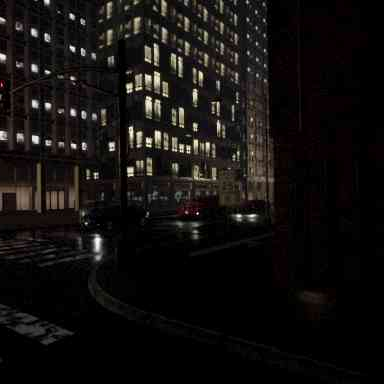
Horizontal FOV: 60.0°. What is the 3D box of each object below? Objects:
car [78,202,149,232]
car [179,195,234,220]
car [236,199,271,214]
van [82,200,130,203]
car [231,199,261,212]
[{"bbox_3d":[-4.713,1.571,20.981,1.837,1.490,4.892,-1,-1,33],"label":"car"},{"bbox_3d":[1.176,1.307,29.171,2.150,2.045,5.566,-1,-1,36],"label":"car"},{"bbox_3d":[7.180,1.584,37.534,1.882,1.535,5.008,-1,-1,36],"label":"car"},{"bbox_3d":[-6.059,1.460,23.514,1.690,1.788,3.998,-2,-1,36],"label":"van"},{"bbox_3d":[6.770,1.689,41.427,1.752,1.417,4.829,-2,-1,36],"label":"car"}]
